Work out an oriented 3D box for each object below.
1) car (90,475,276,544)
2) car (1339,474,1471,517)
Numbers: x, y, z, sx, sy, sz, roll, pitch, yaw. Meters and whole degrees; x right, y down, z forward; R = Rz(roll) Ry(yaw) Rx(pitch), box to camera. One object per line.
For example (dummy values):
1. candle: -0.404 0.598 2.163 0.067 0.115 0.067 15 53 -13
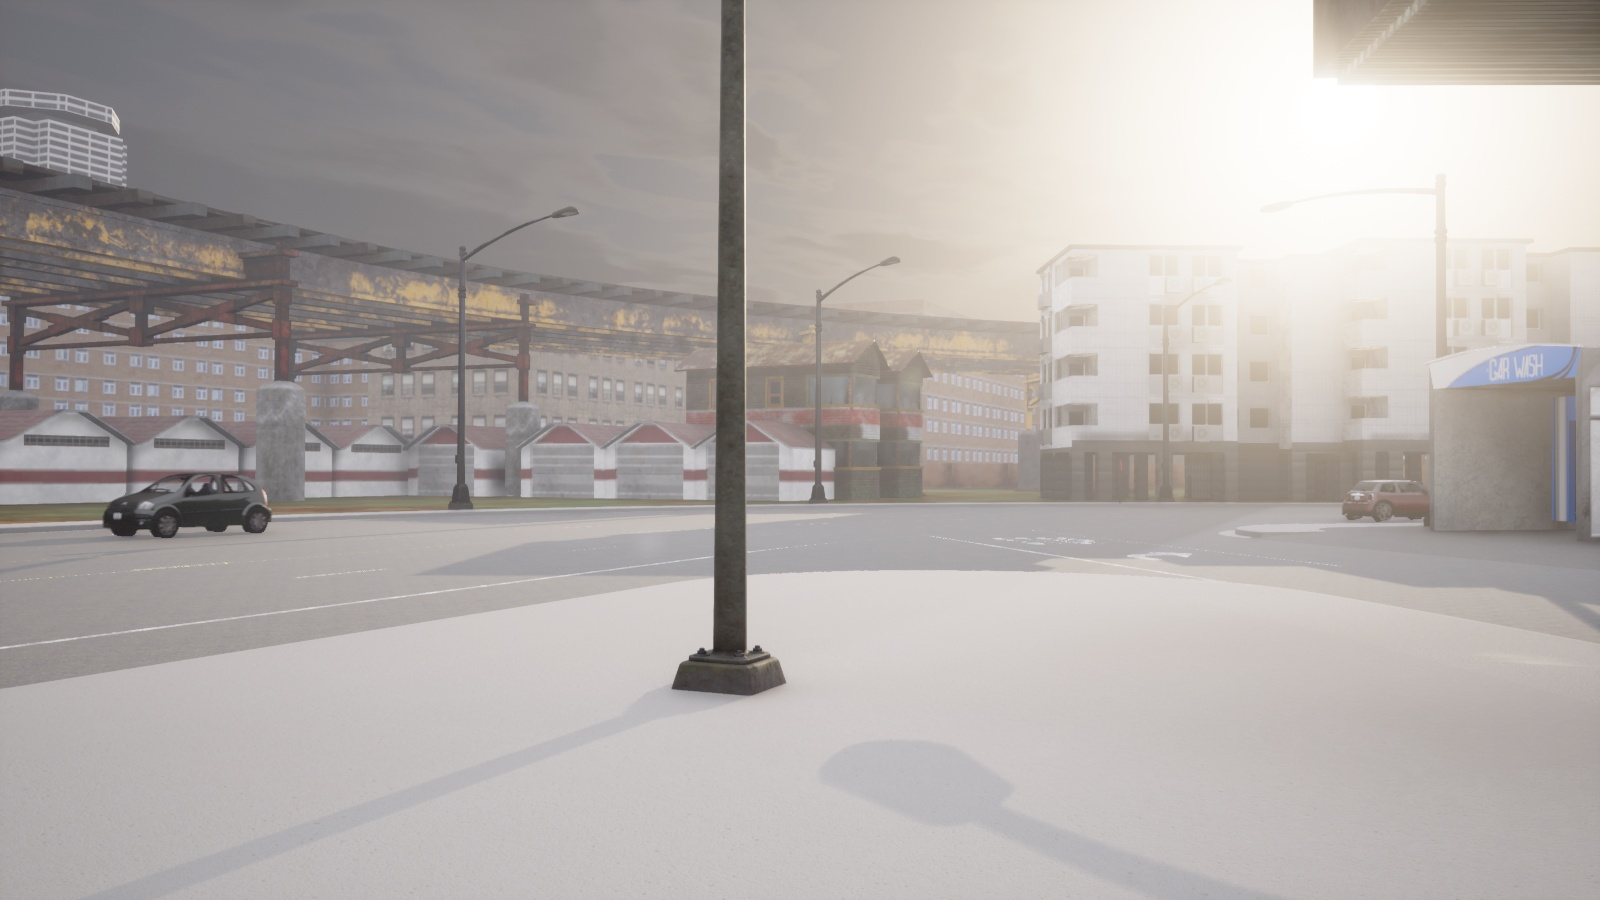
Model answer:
1. car: -15.678 1.466 32.124 1.851 1.617 3.988 -1 -1 26
2. car: 21.652 1.599 44.994 3.806 1.475 1.970 0 -1 -11
